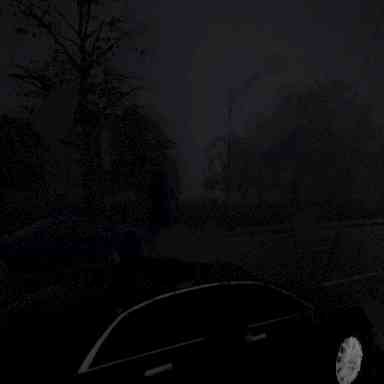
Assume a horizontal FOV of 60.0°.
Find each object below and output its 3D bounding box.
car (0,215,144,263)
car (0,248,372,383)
[{"bbox_3d":[-3.881,1.458,9.655,5.008,1.535,1.882,0,0,-34],"label":"car"},{"bbox_3d":[0.039,1.500,3.620,4.892,1.490,1.837,0,0,-35],"label":"car"}]
